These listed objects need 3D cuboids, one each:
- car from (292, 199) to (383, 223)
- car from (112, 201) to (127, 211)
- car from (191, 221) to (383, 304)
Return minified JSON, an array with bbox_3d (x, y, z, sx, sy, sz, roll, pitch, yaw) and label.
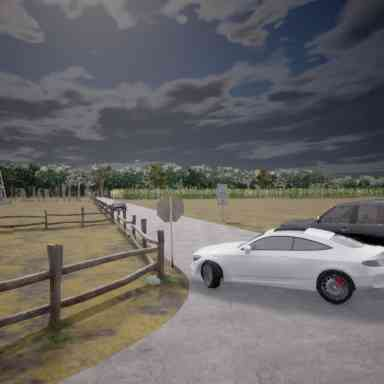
[{"bbox_3d":[5.108,1.231,9.829,2.150,2.045,5.566,-2,0,-40],"label":"car"},{"bbox_3d":[-10.869,1.988,49.470,2.033,1.411,5.357,-2,0,-18],"label":"car"},{"bbox_3d":[2.210,1.614,8.214,4.674,1.442,1.812,-2,0,28],"label":"car"}]
